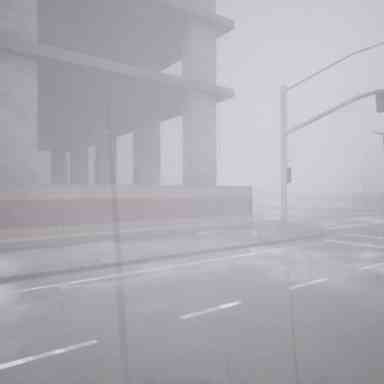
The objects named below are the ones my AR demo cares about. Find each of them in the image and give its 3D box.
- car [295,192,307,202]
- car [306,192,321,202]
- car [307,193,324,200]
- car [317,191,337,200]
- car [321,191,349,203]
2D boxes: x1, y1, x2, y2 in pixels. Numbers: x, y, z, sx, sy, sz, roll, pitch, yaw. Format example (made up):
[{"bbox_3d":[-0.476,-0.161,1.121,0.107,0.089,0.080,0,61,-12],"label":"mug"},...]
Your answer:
[{"bbox_3d":[21.214,0.850,61.515,4.605,1.855,1.932,0,0,-35],"label":"car"},{"bbox_3d":[22.807,1.060,59.355,3.905,1.438,1.784,0,0,-35],"label":"car"},{"bbox_3d":[28.678,0.973,77.150,3.905,1.438,1.784,0,0,-35],"label":"car"},{"bbox_3d":[30.299,0.763,74.748,4.605,1.855,1.932,0,0,-35],"label":"car"},{"bbox_3d":[24.479,1.091,56.991,3.806,1.475,1.970,0,0,-35],"label":"car"}]
